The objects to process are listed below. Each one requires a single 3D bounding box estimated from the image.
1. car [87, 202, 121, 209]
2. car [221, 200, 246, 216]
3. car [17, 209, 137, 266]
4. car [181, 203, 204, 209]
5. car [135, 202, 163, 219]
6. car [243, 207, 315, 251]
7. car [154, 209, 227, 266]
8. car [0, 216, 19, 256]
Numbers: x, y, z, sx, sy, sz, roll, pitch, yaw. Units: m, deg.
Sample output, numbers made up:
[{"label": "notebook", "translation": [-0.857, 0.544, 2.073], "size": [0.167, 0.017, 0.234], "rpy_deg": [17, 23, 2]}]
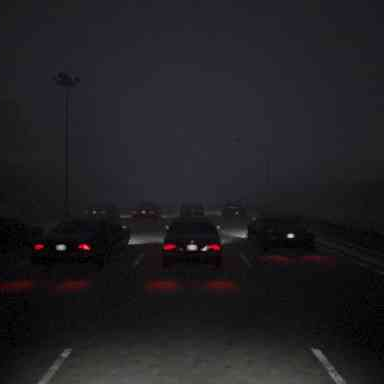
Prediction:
[{"label": "car", "translation": [-6.975, 1.501, 26.386], "size": [2.033, 1.411, 5.357], "rpy_deg": [0, 0, 1]}, {"label": "car", "translation": [3.549, 1.441, 28.563], "size": [2.128, 1.511, 4.902], "rpy_deg": [0, 0, 1]}, {"label": "car", "translation": [-3.475, 1.527, 11.386], "size": [2.033, 1.411, 5.357], "rpy_deg": [0, 0, 1]}, {"label": "car", "translation": [0.043, 1.551, 27.953], "size": [1.895, 1.301, 4.718], "rpy_deg": [0, 0, 1]}, {"label": "car", "translation": [-3.475, 1.501, 26.386], "size": [2.033, 1.411, 5.357], "rpy_deg": [0, 0, 1]}, {"label": "car", "translation": [3.551, 1.540, 13.930], "size": [1.994, 1.385, 4.181], "rpy_deg": [0, 0, 0]}, {"label": "car", "translation": [0.025, 1.527, 11.386], "size": [2.033, 1.411, 5.357], "rpy_deg": [0, 0, 1]}, {"label": "car", "translation": [-6.975, 1.528, 11.386], "size": [2.033, 1.411, 5.357], "rpy_deg": [0, 0, 1]}]
